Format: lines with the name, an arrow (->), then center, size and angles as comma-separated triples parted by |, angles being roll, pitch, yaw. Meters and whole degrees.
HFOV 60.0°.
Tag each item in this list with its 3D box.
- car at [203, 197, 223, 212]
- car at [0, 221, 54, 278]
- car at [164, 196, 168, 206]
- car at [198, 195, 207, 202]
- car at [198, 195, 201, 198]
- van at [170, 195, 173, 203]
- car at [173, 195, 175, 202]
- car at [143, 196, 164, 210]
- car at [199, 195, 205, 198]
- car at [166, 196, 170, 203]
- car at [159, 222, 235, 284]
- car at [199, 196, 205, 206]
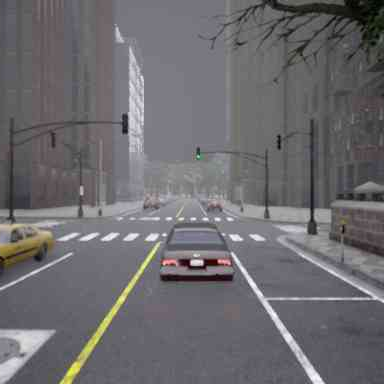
car -> 2.781, 1.652, 42.060 | 1.967, 1.590, 4.097 | 0, 0, 0
car -> -5.758, 1.574, 9.923 | 1.752, 1.417, 4.829 | 0, 0, 0
car -> -5.737, 1.879, 58.375 | 1.802, 1.307, 4.206 | 0, 0, 0
car -> 2.803, 1.791, 90.998 | 2.192, 1.841, 5.009 | 0, 0, 0
car -> 2.796, 1.912, 74.854 | 1.752, 1.417, 4.829 | 0, 0, 0
van -> -5.730, 1.726, 74.689 | 1.690, 1.788, 3.998 | 0, 0, 0
car -> -5.727, 1.966, 80.126 | 2.008, 1.369, 4.403 | 0, 0, 0
car -> -5.742, 1.555, 47.502 | 2.192, 1.841, 5.009 | 0, 0, 0
car -> 2.791, 1.871, 63.809 | 1.887, 1.381, 4.507 | 0, 0, 0
car -> -5.734, 1.851, 63.643 | 1.752, 1.417, 4.829 | 0, 0, 0
car -> 0.069, 1.596, 9.750 | 2.033, 1.411, 5.357 | 0, 0, -1
car -> 2.789, 1.848, 58.371 | 2.008, 1.369, 4.403 | 0, 0, 0
